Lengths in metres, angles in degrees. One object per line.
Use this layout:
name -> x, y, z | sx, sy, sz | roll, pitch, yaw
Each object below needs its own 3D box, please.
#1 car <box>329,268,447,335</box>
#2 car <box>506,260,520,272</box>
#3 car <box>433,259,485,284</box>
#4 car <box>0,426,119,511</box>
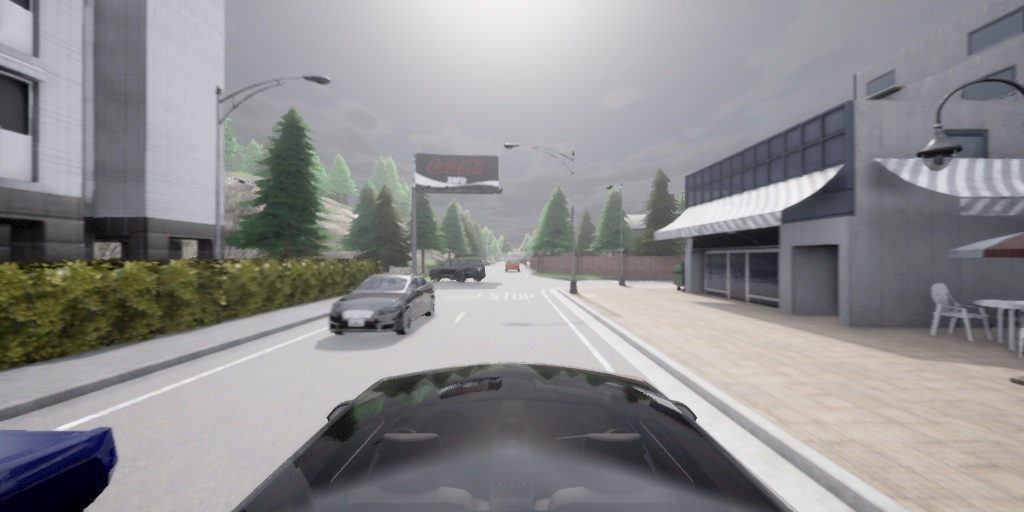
car -> -3.572, 1.290, 10.720 | 2.128, 1.511, 4.902 | 0, 0, 0
car -> 0.100, 1.378, 53.689 | 2.097, 1.767, 4.553 | 0, 0, 0
car -> -4.840, 1.278, 31.547 | 5.566, 2.045, 2.150 | -1, -2, 39
car -> -3.596, 1.343, 0.140 | 1.895, 1.301, 4.718 | 0, 0, 0
